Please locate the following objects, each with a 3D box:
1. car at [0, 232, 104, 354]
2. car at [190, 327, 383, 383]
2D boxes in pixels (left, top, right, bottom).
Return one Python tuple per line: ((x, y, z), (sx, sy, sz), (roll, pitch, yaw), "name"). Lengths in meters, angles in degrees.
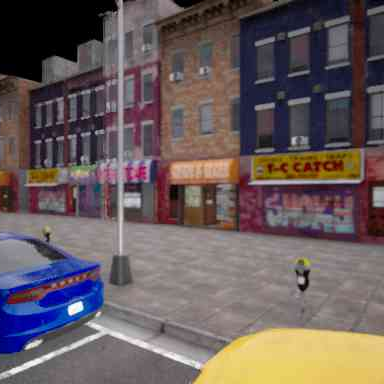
((-3.850, 1.422, 5.655), (5.008, 1.535, 1.882), (1, 0, 25), "car")
((2.314, 1.465, 1.636), (5.366, 1.575, 1.801), (1, 0, 35), "car")
